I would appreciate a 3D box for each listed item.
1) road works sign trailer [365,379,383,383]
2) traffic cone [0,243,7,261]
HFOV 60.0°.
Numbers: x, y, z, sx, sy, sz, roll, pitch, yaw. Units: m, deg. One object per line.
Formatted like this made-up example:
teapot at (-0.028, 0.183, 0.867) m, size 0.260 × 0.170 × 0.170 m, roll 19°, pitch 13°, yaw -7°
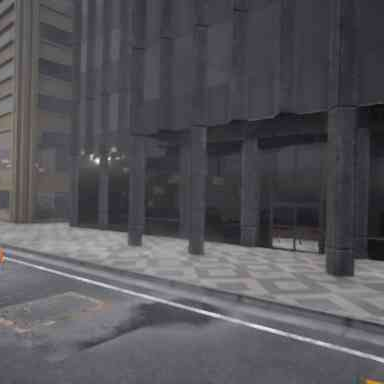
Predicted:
road works sign trailer at (2.857, 0.513, 2.379) m, size 2.880 × 3.560 × 2.380 m, roll 0°, pitch -1°, yaw 32°
traffic cone at (-6.613, 2.062, 11.463) m, size 0.340 × 0.580 × 0.340 m, roll 0°, pitch -1°, yaw 38°
